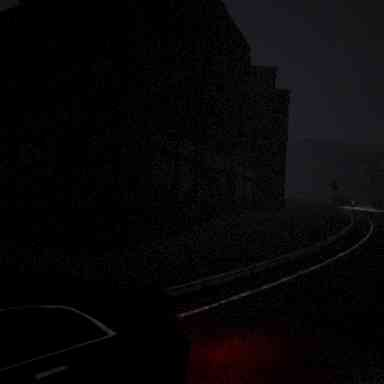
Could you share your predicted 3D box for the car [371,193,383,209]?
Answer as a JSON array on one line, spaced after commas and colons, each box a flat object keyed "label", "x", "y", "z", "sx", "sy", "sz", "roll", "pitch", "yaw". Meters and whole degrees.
[{"label": "car", "x": 20.991, "y": 0.922, "z": 35.633, "sx": 2.097, "sy": 1.767, "sz": 4.553, "roll": 3, "pitch": 2, "yaw": 8}]

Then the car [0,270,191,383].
[{"label": "car", "x": -2.271, "y": 1.527, "z": 2.524, "sx": 4.892, "sy": 1.490, "sz": 1.837, "roll": 0, "pitch": 0, "yaw": -37}]

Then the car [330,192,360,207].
[{"label": "car", "x": 17.628, "y": 0.817, "z": 38.520, "sx": 2.128, "sy": 1.511, "sz": 4.902, "roll": 3, "pitch": 2, "yaw": 3}]
